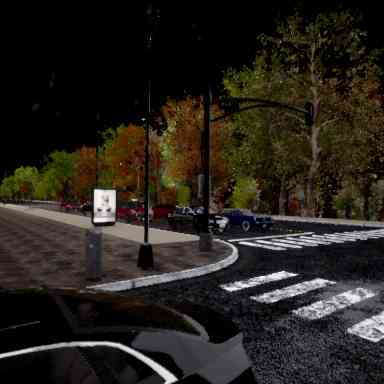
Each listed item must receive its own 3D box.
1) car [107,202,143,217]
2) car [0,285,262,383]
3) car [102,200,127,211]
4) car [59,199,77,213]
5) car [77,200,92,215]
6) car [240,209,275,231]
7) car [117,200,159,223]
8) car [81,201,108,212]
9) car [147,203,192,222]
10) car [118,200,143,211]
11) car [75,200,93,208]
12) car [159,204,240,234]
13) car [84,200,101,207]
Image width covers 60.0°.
[{"bbox_3d":[-7.586,1.871,37.205,2.033,1.411,5.357,1,-1,-35],"label":"car"},{"bbox_3d":[-1.745,1.506,1.909,4.892,1.490,1.837,0,0,-34],"label":"car"},{"bbox_3d":[-11.462,1.993,48.860,1.837,1.490,4.892,1,-1,-35],"label":"car"},{"bbox_3d":[-15.754,1.732,43.361,2.097,1.767,4.553,1,-1,-34],"label":"car"},{"bbox_3d":[-10.151,1.770,35.206,2.128,1.511,4.902,1,-1,-35],"label":"car"},{"bbox_3d":[3.097,1.732,21.758,1.895,1.301,4.718,1,-1,-35],"label":"car"},{"bbox_3d":[-4.945,1.537,27.677,2.097,1.767,4.553,1,-1,-35],"label":"car"},{"bbox_3d":[-13.585,1.980,45.942,2.033,1.411,5.357,1,-1,-34],"label":"car"},{"bbox_3d":[-2.059,1.750,29.212,1.812,1.442,4.674,1,-1,-35],"label":"car"},{"bbox_3d":[-9.688,2.040,52.007,2.128,1.511,4.902,1,-1,-35],"label":"car"},{"bbox_3d":[-19.890,2.167,61.023,1.812,1.442,4.674,1,-1,-35],"label":"car"},{"bbox_3d":[0.275,1.582,20.107,2.128,1.511,4.902,1,-1,-34],"label":"car"},{"bbox_3d":[-19.983,2.297,66.881,1.994,1.385,4.181,1,-1,-35],"label":"car"}]
